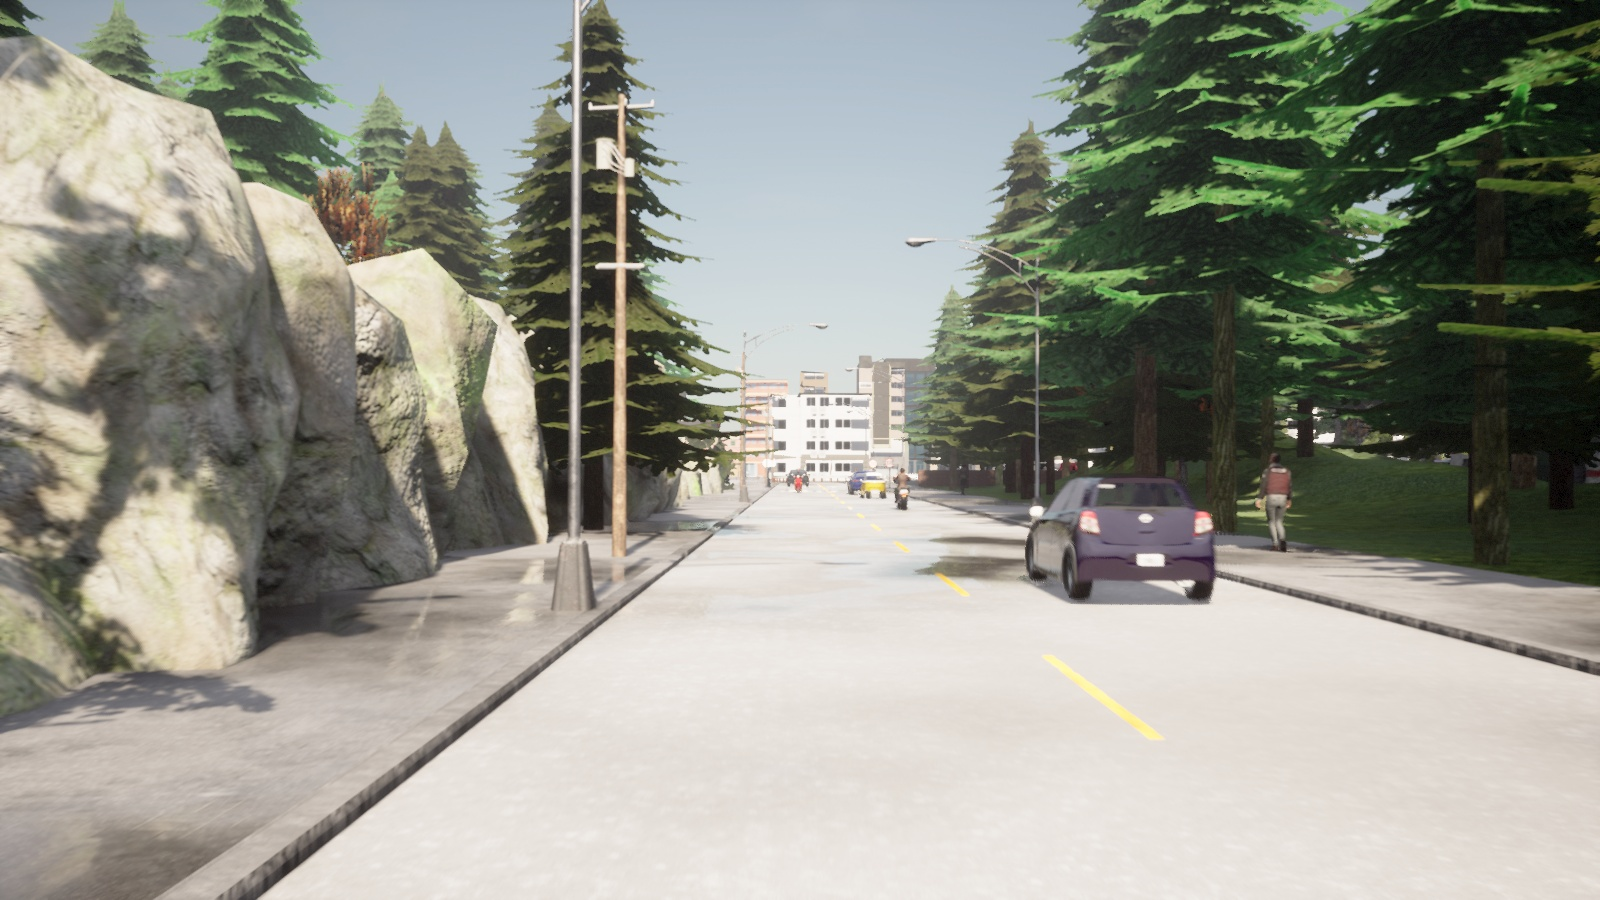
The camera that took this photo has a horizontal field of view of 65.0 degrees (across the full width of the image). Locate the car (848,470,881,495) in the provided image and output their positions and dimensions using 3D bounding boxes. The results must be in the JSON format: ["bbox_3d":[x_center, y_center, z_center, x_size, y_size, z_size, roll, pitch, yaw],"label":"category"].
[{"bbox_3d":[3.926,1.968,76.954,1.812,1.442,4.674,0,-1,0],"label":"car"}]

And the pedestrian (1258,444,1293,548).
[{"bbox_3d":[8.583,0.825,22.689,0.376,1.854,0.720,0,-1,4],"label":"pedestrian"}]

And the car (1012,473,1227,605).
[{"bbox_3d":[3.982,1.052,16.254,1.845,1.501,3.633,0,-1,0],"label":"car"}]

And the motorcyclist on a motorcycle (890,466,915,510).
[{"bbox_3d":[3.951,1.472,48.671,0.766,1.649,2.350,0,-1,0],"label":"motorcyclist on a motorcycle"}]

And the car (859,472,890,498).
[{"bbox_3d":[3.935,1.844,66.593,1.481,1.376,2.207,0,-1,0],"label":"car"}]

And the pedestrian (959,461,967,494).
[{"bbox_3d":[9.117,1.529,70.068,0.328,1.805,0.869,0,-1,0],"label":"pedestrian"}]
